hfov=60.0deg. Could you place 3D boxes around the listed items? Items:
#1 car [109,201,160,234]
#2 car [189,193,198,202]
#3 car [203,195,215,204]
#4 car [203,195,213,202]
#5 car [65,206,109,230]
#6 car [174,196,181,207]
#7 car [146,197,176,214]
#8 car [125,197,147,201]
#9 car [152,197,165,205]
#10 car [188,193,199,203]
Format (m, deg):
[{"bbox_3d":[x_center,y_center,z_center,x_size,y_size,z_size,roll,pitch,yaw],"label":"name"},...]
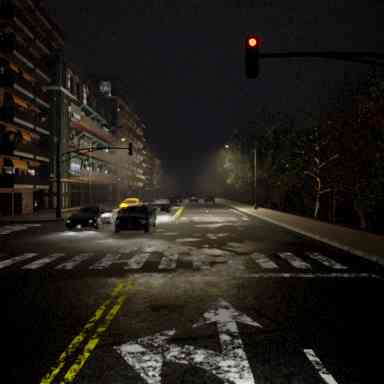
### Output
[{"bbox_3d":[-3.274,1.518,19.894,1.882,1.535,5.008,0,0,0],"label":"car"},{"bbox_3d":[0.327,1.253,76.576,2.150,2.045,5.566,0,0,0],"label":"car"},{"bbox_3d":[3.532,1.525,66.065,1.837,1.490,4.892,0,0,0],"label":"car"},{"bbox_3d":[3.576,1.498,76.485,2.033,1.411,5.357,0,0,0],"label":"car"},{"bbox_3d":[-6.519,1.609,21.854,2.033,1.411,5.357,-1,0,0],"label":"car"},{"bbox_3d":[-3.088,1.516,50.498,1.837,1.490,4.892,0,0,1],"label":"car"},{"bbox_3d":[-3.189,1.496,34.982,2.128,1.511,4.902,0,0,1],"label":"car"},{"bbox_3d":[-6.440,1.482,35.695,1.882,1.535,5.008,0,0,0],"label":"car"},{"bbox_3d":[-6.263,1.619,62.455,1.895,1.301,4.718,0,0,1],"label":"car"},{"bbox_3d":[0.384,1.512,66.486,2.128,1.511,4.902,0,0,0],"label":"car"}]
